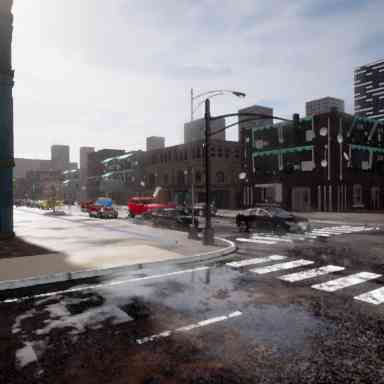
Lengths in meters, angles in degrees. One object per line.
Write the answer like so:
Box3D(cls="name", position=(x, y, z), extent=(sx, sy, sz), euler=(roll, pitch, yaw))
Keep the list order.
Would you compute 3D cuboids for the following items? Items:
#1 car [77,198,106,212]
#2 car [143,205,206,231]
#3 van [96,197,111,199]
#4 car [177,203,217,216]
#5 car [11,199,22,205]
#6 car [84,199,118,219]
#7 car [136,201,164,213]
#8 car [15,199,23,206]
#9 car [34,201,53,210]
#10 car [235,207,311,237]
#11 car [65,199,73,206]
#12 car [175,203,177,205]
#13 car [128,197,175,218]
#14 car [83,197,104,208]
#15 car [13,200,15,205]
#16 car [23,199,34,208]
Box3D(cls="car", position=(-13.596, 1.983, 45.205), extent=(1.882, 1.535, 5.008), euler=(-1, -1, -35))
Box3D(cls="car", position=(-1.310, 1.815, 23.124), extent=(1.947, 1.339, 4.313), euler=(-1, 0, -35))
Box3D(cls="van", position=(-15.213, 1.907, 57.424), extent=(1.690, 1.788, 3.998), euler=(-1, 0, -35))
Box3D(cls="car", position=(0.799, 1.810, 34.848), extent=(2.008, 1.369, 4.403), euler=(-2, 0, -35))
Box3D(cls="car", position=(-44.454, 2.598, 84.182), extent=(1.887, 1.381, 4.507), euler=(-1, 0, -35))
Box3D(cls="car", position=(-9.240, 1.847, 34.514), extent=(1.967, 1.590, 4.097), euler=(-1, 0, -35))
Box3D(cls="car", position=(-5.603, 1.966, 43.878), extent=(1.802, 1.307, 4.206), euler=(-2, 0, -35))
Box3D(cls="car", position=(-38.053, 2.380, 75.152), extent=(1.967, 1.590, 4.097), euler=(-1, 0, -35))
Box3D(cls="car", position=(-25.147, 2.233, 56.952), extent=(1.752, 1.417, 4.829), euler=(-1, 0, -35))
Box3D(cls="car", position=(4.481, 1.623, 19.029), extent=(2.128, 1.511, 4.902), euler=(0, -1, -30))
Box3D(cls="car", position=(-28.014, 2.364, 75.486), extent=(1.947, 1.339, 4.313), euler=(-1, 0, -35))
Box3D(cls="car", position=(-2.402, 1.904, 39.364), extent=(1.802, 1.307, 4.206), euler=(-2, 0, -35))
Box3D(cls="car", position=(-4.263, 1.545, 31.985), extent=(2.150, 2.045, 5.566), euler=(-1, 0, -35))
Box3D(cls="car", position=(-18.415, 1.940, 61.939), extent=(2.192, 1.841, 5.009), euler=(-1, 0, -35))
Box3D(cls="car", position=(-41.252, 2.548, 79.668), extent=(2.008, 1.369, 4.403), euler=(-1, 0, -35))
Box3D(cls="car", position=(-31.648, 2.376, 66.122), extent=(2.008, 1.369, 4.403), euler=(-1, 0, -35))
